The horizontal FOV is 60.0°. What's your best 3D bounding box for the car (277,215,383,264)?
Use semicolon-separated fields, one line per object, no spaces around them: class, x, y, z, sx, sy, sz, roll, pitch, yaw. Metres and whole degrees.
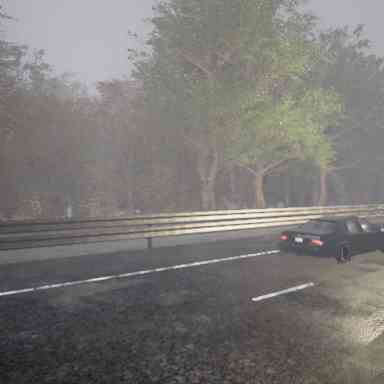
car;5.407;1.561;11.969;5.357;1.411;2.033;0;0;-36
